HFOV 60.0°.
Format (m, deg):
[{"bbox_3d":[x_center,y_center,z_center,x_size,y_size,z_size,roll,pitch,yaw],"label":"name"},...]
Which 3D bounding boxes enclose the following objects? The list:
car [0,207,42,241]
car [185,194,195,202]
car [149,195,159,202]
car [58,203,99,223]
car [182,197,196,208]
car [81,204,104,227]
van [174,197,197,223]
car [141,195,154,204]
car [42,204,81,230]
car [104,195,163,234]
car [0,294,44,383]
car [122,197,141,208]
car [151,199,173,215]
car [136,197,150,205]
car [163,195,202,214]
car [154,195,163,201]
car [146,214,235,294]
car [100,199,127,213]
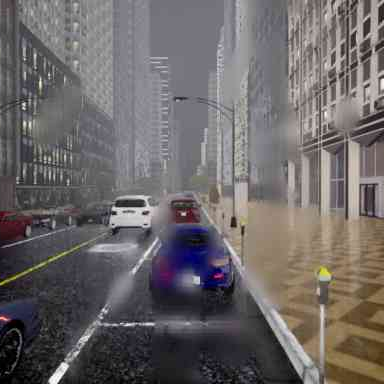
[{"bbox_3d":[-8.843,1.542,14.989,1.887,1.381,4.507,-1,0,0],"label":"car"},{"bbox_3d":[-0.465,1.298,77.509,2.192,1.841,5.009,-1,0,0],"label":"car"},{"bbox_3d":[-8.843,1.508,77.339,1.752,1.417,4.829,-1,0,0],"label":"car"},{"bbox_3d":[-8.843,1.577,26.356,1.802,1.307,4.206,-1,0,0],"label":"car"},{"bbox_3d":[-0.463,1.541,49.090,2.008,1.369,4.403,-1,0,0],"label":"car"},{"bbox_3d":[-6.245,1.560,22.347,1.994,1.385,4.181,0,0,0],"label":"car"},{"bbox_3d":[-0.465,1.336,26.356,1.690,1.788,3.998,-1,0,0],"label":"van"},{"bbox_3d":[-8.845,1.426,66.141,1.967,1.590,4.097,-1,0,0],"label":"car"},{"bbox_3d":[-8.844,1.547,20.672,2.008,1.369,4.403,-1,0,0],"label":"car"},{"bbox_3d":[-3.149,1.220,19.289,2.150,2.045,5.566,0,0,0],"label":"car"},{"bbox_3d":[-3.048,1.547,2.301,2.033,1.411,5.357,0,0,0],"label":"car"},{"bbox_3d":[-8.843,1.541,49.090,2.008,1.369,4.403,-1,0,0],"label":"car"},{"bbox_3d":[-3.049,1.519,34.180,1.812,1.442,4.674,0,0,0],"label":"car"},{"bbox_3d":[-8.843,1.569,60.458,1.802,1.307,4.206,-1,0,0],"label":"car"},{"bbox_3d":[-0.465,1.311,20.672,2.192,1.841,5.009,-1,0,0],"label":"car"},{"bbox_3d":[-8.844,1.545,88.876,1.947,1.339,4.313,-1,0,0],"label":"car"},{"bbox_3d":[0.003,1.524,8.651,1.812,1.442,4.674,0,0,0],"label":"car"},{"bbox_3d":[-8.844,1.544,37.723,2.008,1.369,4.403,-1,0,0],"label":"car"}]
